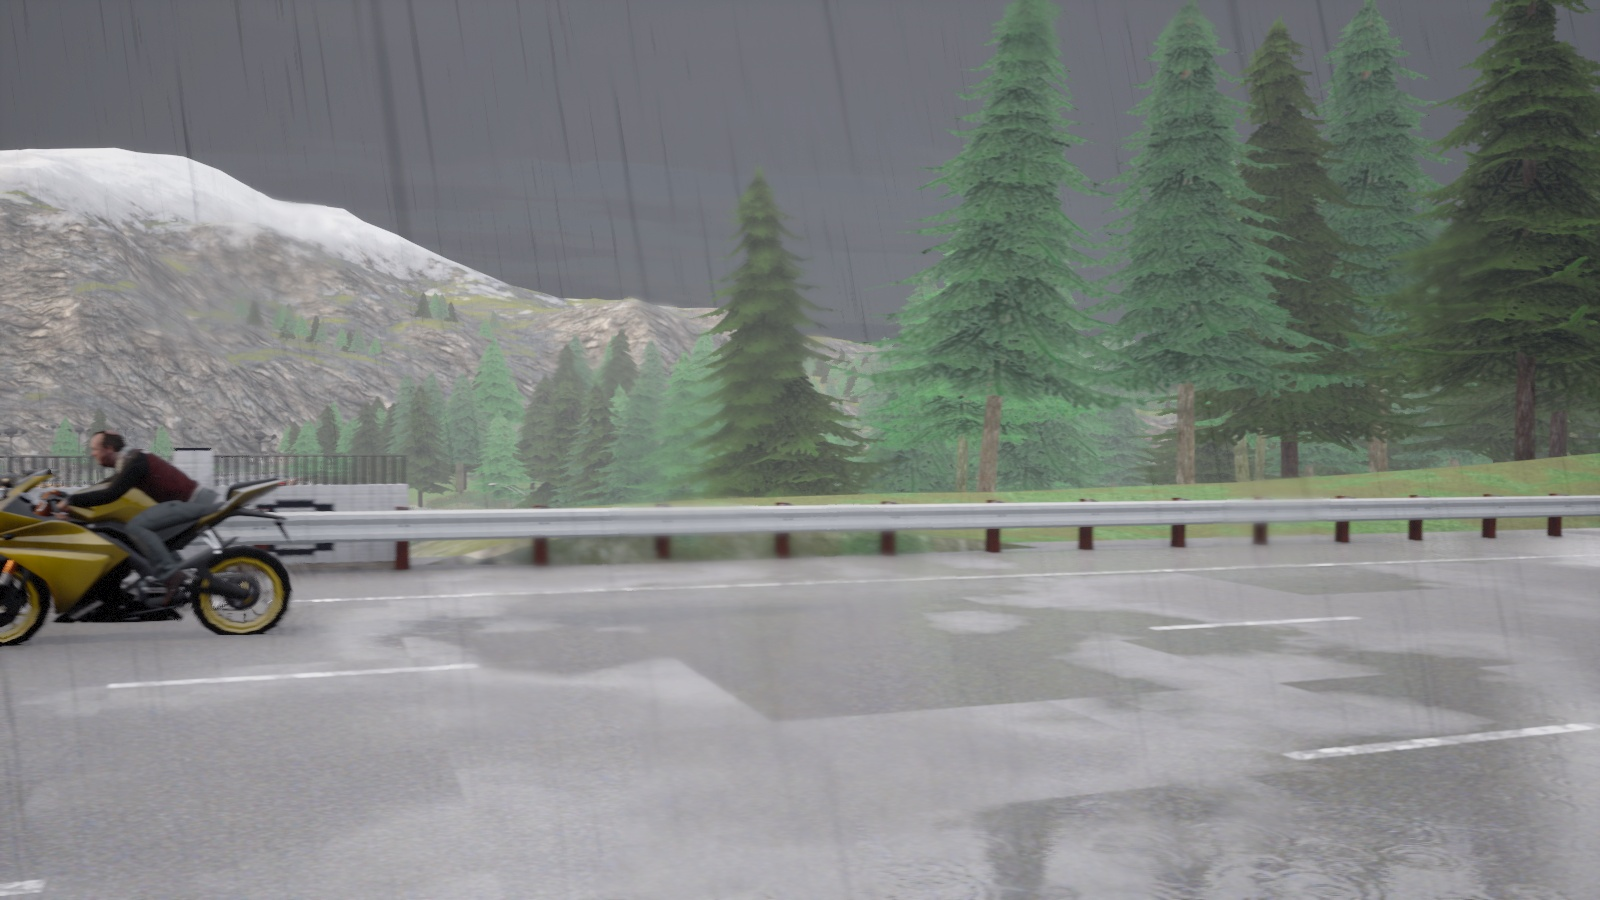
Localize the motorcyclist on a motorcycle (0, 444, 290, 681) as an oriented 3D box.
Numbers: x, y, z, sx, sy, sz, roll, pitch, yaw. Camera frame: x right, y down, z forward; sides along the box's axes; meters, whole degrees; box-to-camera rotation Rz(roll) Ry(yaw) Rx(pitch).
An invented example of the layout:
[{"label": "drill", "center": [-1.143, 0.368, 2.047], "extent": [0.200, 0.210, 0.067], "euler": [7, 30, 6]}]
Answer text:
[{"label": "motorcyclist on a motorcycle", "center": [-4.822, 0.740, 8.896], "extent": [2.191, 1.530, 0.866], "euler": [-1, 1, -21]}]
